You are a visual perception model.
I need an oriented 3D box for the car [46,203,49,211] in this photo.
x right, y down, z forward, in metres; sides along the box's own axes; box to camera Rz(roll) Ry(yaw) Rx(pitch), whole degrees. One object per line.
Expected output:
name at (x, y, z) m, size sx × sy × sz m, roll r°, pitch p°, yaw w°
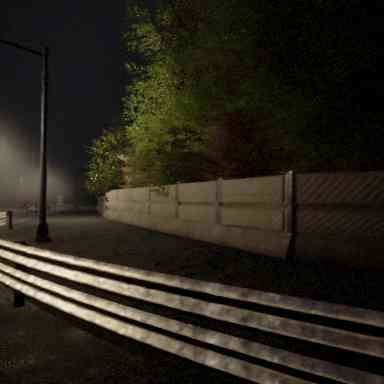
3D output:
car at (-28.609, 2.798, 63.820) m, size 1.837 × 1.490 × 4.892 m, roll 1°, pitch -1°, yaw -17°

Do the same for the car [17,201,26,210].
car at (-32.545, 2.556, 64.709) m, size 2.097 × 1.767 × 4.553 m, roll 1°, pitch -1°, yaw -17°

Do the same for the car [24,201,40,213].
car at (-25.677, 2.660, 54.357) m, size 1.812 × 1.442 × 4.674 m, roll 1°, pitch -1°, yaw -17°
